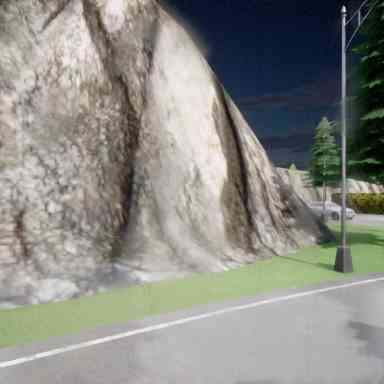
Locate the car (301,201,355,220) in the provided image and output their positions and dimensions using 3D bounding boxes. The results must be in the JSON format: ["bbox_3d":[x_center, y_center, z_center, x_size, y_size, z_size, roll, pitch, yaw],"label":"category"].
[{"bbox_3d":[11.332,1.526,27.991,1.812,1.442,4.674,0,0,-28],"label":"car"}]

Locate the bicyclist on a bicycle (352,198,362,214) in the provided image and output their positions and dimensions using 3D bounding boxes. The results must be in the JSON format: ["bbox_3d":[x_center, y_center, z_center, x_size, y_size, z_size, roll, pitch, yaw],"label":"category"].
[{"bbox_3d":[16.507,1.453,33.370,1.656,1.620,0.582,0,0,-28],"label":"bicyclist on a bicycle"}]
